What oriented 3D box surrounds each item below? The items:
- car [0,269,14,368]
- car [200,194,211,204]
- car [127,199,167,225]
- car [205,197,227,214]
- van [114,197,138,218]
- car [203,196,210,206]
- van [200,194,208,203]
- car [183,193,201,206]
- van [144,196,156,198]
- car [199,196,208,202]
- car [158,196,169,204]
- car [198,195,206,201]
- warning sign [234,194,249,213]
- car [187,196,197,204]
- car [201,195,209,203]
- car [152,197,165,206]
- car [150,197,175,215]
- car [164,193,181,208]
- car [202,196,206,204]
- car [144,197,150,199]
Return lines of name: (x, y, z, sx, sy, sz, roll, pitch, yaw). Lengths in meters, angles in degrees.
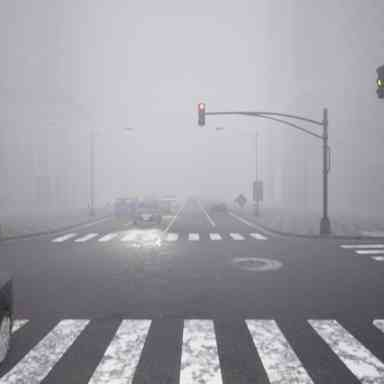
car: (-2.959, 1.478, 2.683, 1.882, 1.535, 5.008, 2, -1, -15)
car: (2.724, 1.384, 68.584, 2.192, 1.841, 5.009, 0, 0, 0)
car: (-3.162, 1.508, 24.451, 2.128, 1.511, 4.902, 0, 0, -3)
car: (2.754, 1.572, 35.431, 1.887, 1.381, 4.507, 0, 0, 0)
van: (-5.799, 1.363, 29.919, 1.690, 1.788, 3.998, 0, 0, 0)
car: (2.749, 1.579, 40.957, 1.887, 1.381, 4.507, 0, 0, 0)
van: (2.719, 1.418, 74.109, 1.690, 1.788, 3.998, 0, 0, 0)
car: (0.023, 1.404, 55.466, 2.097, 1.767, 4.553, 0, 0, 0)
van: (-5.808, 1.382, 46.494, 1.690, 1.788, 3.998, 0, 0, 0)
car: (2.715, 1.635, 79.635, 2.008, 1.369, 4.403, 0, 0, 0)
car: (-5.818, 1.620, 68.594, 2.008, 1.369, 4.403, 0, 0, 0)
car: (2.705, 1.539, 90.686, 1.967, 1.590, 4.097, 0, 0, 0)
warning sign: (5.049, 1.141, 34.048, 1.300, 1.860, 1.060, 0, 0, 0)
car: (-0.043, 1.591, 65.144, 1.812, 1.442, 4.674, 0, 0, 0)
car: (2.739, 1.573, 52.177, 1.752, 1.417, 4.829, 0, 0, 0)
car: (-5.812, 1.637, 57.544, 1.802, 1.307, 4.206, 0, 0, 0)
car: (-3.114, 1.552, 34.473, 1.812, 1.442, 4.674, 0, 0, 0)
car: (-3.113, 1.265, 48.094, 2.150, 2.045, 5.566, 0, 0, 0)
car: (2.744, 1.586, 46.482, 1.887, 1.381, 4.507, 0, 0, 0)
car: (-5.801, 1.572, 35.444, 1.887, 1.381, 4.507, 0, 0, 0)
